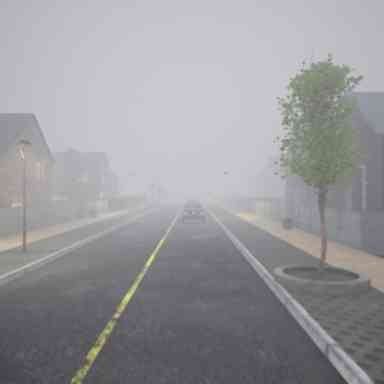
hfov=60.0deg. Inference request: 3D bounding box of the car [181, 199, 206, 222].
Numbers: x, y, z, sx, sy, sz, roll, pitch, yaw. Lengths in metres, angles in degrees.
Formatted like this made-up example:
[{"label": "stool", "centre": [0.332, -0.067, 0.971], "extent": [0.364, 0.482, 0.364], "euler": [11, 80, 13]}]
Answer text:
[{"label": "car", "centre": [0.102, 1.569, 26.451], "extent": [2.033, 1.411, 5.357], "euler": [0, 0, 0]}]
